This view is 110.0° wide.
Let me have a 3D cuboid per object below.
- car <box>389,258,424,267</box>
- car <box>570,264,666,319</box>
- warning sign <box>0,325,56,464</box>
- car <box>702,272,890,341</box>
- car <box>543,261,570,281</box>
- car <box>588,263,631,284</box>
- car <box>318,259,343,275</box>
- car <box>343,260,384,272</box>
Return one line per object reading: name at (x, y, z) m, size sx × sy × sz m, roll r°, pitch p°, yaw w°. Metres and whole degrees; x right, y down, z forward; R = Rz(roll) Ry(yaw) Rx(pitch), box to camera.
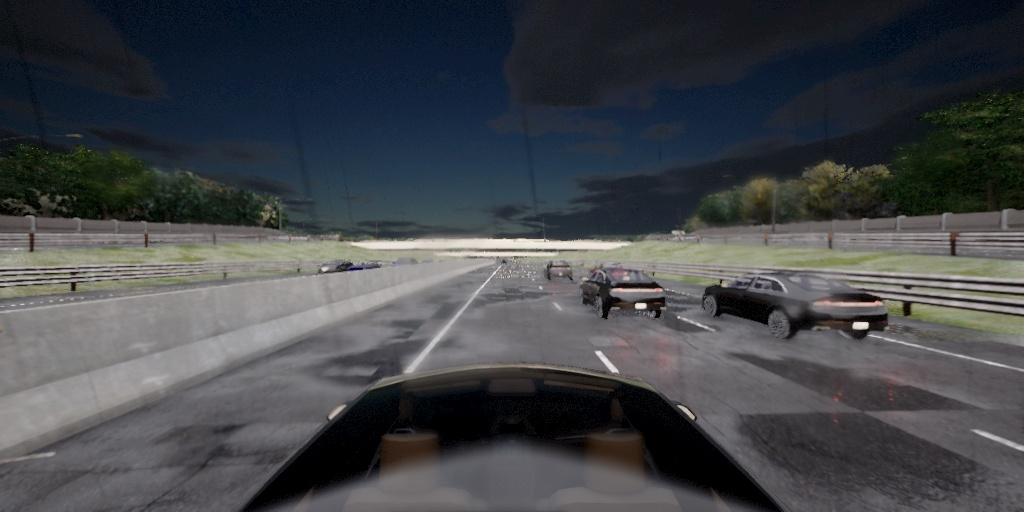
car at (-10.718, 0.957, 36.032) m, size 2.097 × 1.767 × 4.553 m, roll 0°, pitch 0°, yaw 0°
car at (3.577, 1.160, 12.383) m, size 2.128 × 1.511 × 4.902 m, roll 0°, pitch 0°, yaw 0°
warning sign at (-4.550, 0.857, 2.702) m, size 1.300 × 1.860 × 1.060 m, roll 0°, pitch 0°, yaw 0°
car at (7.075, 1.179, 9.699) m, size 2.128 × 1.511 × 4.902 m, roll 0°, pitch 1°, yaw 0°
car at (3.517, 1.100, 28.090) m, size 2.128 × 1.511 × 4.902 m, roll 0°, pitch 0°, yaw 0°
car at (7.025, 1.212, 26.409) m, size 1.895 × 1.301 × 4.718 m, roll 0°, pitch 0°, yaw 0°
car at (-17.719, 1.097, 36.323) m, size 2.128 × 1.511 × 4.902 m, roll 0°, pitch 0°, yaw 0°
car at (-14.213, 1.205, 34.933) m, size 1.895 × 1.301 × 4.718 m, roll 0°, pitch 0°, yaw 0°
